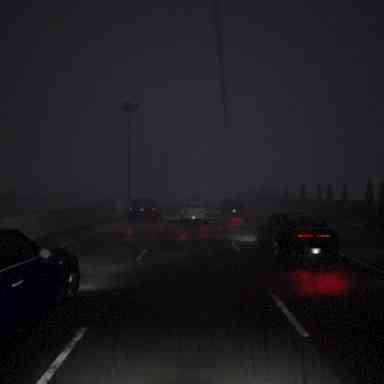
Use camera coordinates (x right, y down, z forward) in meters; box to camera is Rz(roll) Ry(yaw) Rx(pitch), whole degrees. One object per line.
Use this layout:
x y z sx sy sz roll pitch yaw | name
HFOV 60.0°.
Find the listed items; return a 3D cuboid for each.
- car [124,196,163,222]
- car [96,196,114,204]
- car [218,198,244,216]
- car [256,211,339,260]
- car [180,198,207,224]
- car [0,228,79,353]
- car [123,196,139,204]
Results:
-3.402 1.226 24.817 2.097 1.767 4.553 0 0 0 | car
-14.025 1.330 53.650 1.895 1.301 4.718 0 0 0 | car
3.598 1.349 30.830 1.837 1.490 4.892 0 0 0 | car
3.600 1.443 12.085 1.837 1.490 4.892 0 0 0 | car
0.096 1.406 23.635 1.812 1.442 4.674 0 0 0 | car
-3.400 1.325 5.136 2.097 1.767 4.553 0 0 0 | car
-10.512 1.309 57.773 1.895 1.301 4.718 0 0 0 | car
